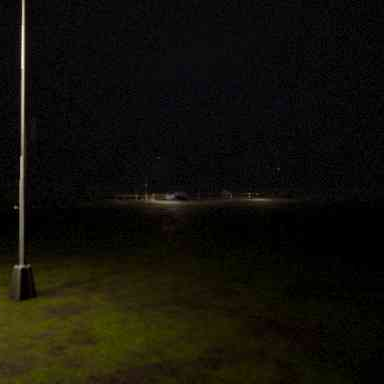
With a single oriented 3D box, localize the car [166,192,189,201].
[{"bbox_3d":[-2.665,0.771,60.587,2.097,1.767,4.553,2,2,44],"label":"car"}]
